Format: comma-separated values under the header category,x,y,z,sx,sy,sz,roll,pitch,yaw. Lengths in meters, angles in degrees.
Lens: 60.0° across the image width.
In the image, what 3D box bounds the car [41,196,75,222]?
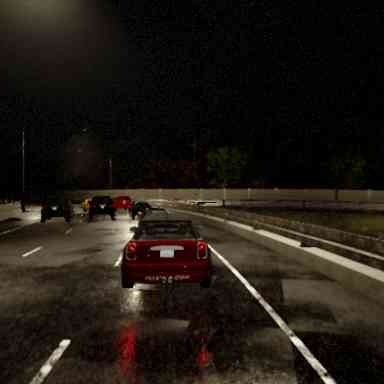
category,x,y,z,sx,sy,sz,roll,pitch,yaw
car,-11.177,1.372,27.885,2.150,2.045,5.566,0,0,-16

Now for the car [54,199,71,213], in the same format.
category,x,y,z,sx,sy,sz,roll,pitch,yaw
car,-16.681,1.735,42.688,1.837,1.490,4.892,0,0,-24

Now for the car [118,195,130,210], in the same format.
category,x,y,z,sx,sy,sz,roll,pitch,yaw
car,-9.331,1.446,43.355,2.150,2.045,5.566,0,0,-23

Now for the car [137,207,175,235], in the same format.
category,x,y,z,sx,sy,sz,roll,pitch,yaw
car,-2.283,1.665,20.187,1.994,1.385,4.181,0,0,-10

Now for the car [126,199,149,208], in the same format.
category,x,y,z,sx,sy,sz,roll,pitch,yaw
car,-4.685,1.658,30.431,1.837,1.490,4.892,0,-1,-15

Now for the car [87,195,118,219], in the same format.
category,x,y,z,sx,sy,sz,roll,pitch,yaw
car,-8.447,1.382,30.959,2.150,2.045,5.566,0,0,-17

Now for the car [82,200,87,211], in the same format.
category,x,y,z,sx,sy,sz,roll,pitch,yaw
car,-13.357,1.707,43.805,1.882,1.535,5.008,0,0,-23

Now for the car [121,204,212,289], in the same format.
category,x,y,z,sx,sy,sz,roll,pitch,yaw
car,-0.727,1.399,9.500,2.097,1.767,4.553,0,0,-5
